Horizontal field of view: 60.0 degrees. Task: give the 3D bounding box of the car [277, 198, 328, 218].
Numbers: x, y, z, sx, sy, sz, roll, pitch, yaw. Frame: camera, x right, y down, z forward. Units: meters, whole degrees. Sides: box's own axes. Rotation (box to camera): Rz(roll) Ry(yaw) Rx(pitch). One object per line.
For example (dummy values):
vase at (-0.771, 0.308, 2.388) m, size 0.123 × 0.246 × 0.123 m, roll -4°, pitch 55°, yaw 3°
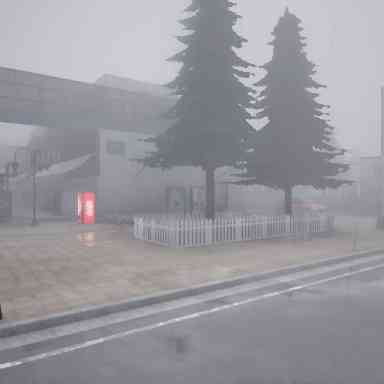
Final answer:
car at (9.958, 1.337, 30.129) m, size 2.097 × 1.767 × 4.553 m, roll 0°, pitch 0°, yaw -34°
